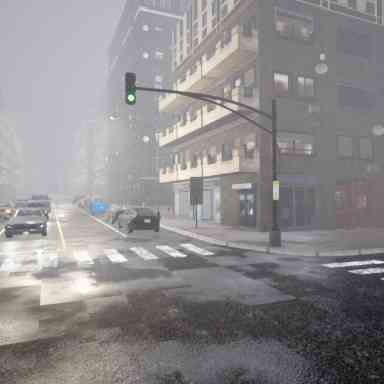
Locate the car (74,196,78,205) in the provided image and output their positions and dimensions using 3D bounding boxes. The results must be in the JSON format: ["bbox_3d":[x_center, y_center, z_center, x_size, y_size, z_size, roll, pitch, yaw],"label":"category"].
[{"bbox_3d":[-16.456,1.617,50.707,1.802,1.307,4.206,1,0,-23],"label":"car"}]

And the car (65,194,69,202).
[{"bbox_3d":[-27.521,1.609,76.660,2.008,1.369,4.403,1,0,-23],"label":"car"}]

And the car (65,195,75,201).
[{"bbox_3d":[-31.947,1.618,87.040,2.008,1.369,4.403,1,0,-23],"label":"car"}]

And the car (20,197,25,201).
[{"bbox_3d":[-24.163,1.577,47.421,1.887,1.381,4.507,1,0,-23],"label":"car"}]

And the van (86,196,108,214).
[{"bbox_3d":[-9.812,1.364,35.137,1.690,1.788,3.998,1,0,-23],"label":"van"}]

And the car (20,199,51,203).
[{"bbox_3d":[-12.779,1.543,27.306,1.812,1.442,4.674,0,0,-23],"label":"car"}]

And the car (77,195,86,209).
[{"bbox_3d":[-14.308,1.556,45.673,1.752,1.417,4.829,1,0,-23],"label":"car"}]

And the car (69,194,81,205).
[{"bbox_3d":[-20.877,1.359,61.089,2.192,1.841,5.009,1,0,-23],"label":"car"}]

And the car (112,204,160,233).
[{"bbox_3d":[-3.177,1.579,19.564,1.947,1.339,4.313,1,0,-23],"label":"car"}]

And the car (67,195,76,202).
[{"bbox_3d":[-29.800,1.588,82.008,1.752,1.417,4.829,1,0,-23],"label":"car"}]

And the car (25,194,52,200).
[{"bbox_3d":[-16.962,1.246,37.195,2.150,2.045,5.566,0,0,-22],"label":"car"}]

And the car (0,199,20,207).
[{"bbox_3d":[-15.310,1.457,26.659,1.967,1.590,4.097,1,0,-23],"label":"car"}]

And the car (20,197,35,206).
[{"bbox_3d":[-28.590,1.592,57.801,2.008,1.369,4.403,1,0,-23],"label":"car"}]

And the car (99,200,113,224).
[{"bbox_3d":[-5.390,1.567,24.755,2.008,1.369,4.403,1,0,-23],"label":"car"}]

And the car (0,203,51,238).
[{"bbox_3d":[-8.902,1.559,18.192,2.033,1.411,5.357,0,0,-23],"label":"car"}]

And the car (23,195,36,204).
[{"bbox_3d":[-30.801,1.486,62.993,1.967,1.590,4.097,1,0,-23],"label":"car"}]
